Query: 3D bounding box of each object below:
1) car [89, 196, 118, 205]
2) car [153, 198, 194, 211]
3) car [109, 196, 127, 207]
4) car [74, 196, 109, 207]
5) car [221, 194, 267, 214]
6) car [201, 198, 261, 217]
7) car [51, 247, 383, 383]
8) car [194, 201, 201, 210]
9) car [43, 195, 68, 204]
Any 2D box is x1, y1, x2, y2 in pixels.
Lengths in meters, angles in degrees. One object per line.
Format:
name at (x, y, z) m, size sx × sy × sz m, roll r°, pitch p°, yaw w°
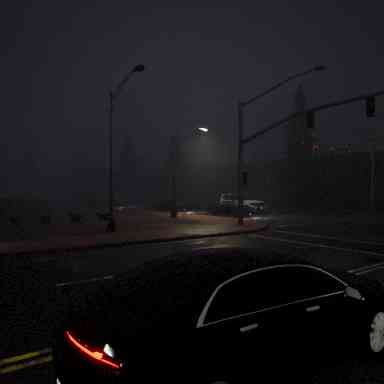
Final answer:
car at (-16.301, 1.478, 61.324) m, size 5.008 × 1.535 × 1.882 m, roll 0°, pitch 0°, yaw 21°
car at (-2.526, 1.547, 39.222) m, size 2.033 × 1.411 × 5.357 m, roll 0°, pitch 0°, yaw -39°
car at (-12.246, 1.526, 51.715) m, size 4.674 × 1.442 × 1.812 m, roll 0°, pitch 0°, yaw 29°
car at (-15.217, 1.601, 49.394) m, size 4.718 × 1.301 × 1.895 m, roll 0°, pitch 0°, yaw 27°
car at (5.184, 1.221, 34.844) m, size 2.150 × 2.045 × 5.566 m, roll 0°, pitch 0°, yaw -37°
car at (3.536, 1.547, 31.219) m, size 2.033 × 1.411 × 5.357 m, roll 0°, pitch 0°, yaw -36°
car at (0.807, 1.505, 4.374) m, size 4.892 × 1.490 × 1.837 m, roll 0°, pitch 0°, yaw -35°
car at (-0.888, 1.478, 42.493) m, size 1.882 × 1.535 × 5.008 m, roll 0°, pitch 0°, yaw -43°
car at (-26.261, 1.352, 63.788) m, size 4.553 × 1.767 × 2.097 m, roll 0°, pitch 0°, yaw 9°
